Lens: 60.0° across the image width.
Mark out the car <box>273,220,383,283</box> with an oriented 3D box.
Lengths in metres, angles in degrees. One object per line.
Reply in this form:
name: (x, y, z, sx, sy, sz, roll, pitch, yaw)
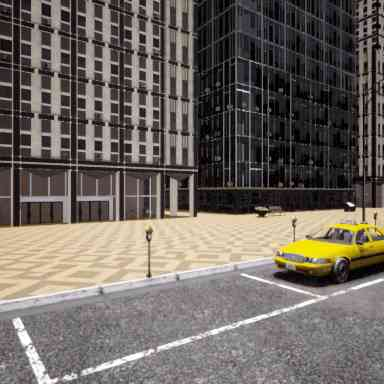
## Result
car: (4.421, 1.526, 9.667, 4.829, 1.417, 1.752, 0, 0, -35)
